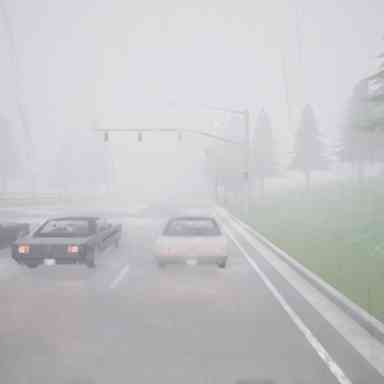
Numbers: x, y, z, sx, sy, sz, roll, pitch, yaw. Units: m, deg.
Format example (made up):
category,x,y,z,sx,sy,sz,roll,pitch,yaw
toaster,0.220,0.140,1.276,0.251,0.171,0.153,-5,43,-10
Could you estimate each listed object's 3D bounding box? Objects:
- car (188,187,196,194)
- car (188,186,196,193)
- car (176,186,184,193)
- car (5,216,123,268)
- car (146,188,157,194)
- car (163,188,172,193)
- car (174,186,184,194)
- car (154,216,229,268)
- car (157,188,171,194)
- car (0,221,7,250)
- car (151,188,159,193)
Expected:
category,x,y,z,sx,sy,sz,roll,pitch,yaw
car,-0.007,-0.155,84.210,2.128,1.511,4.902,0,1,0
car,-0.008,-0.690,94.591,2.097,1.767,4.553,0,1,0
car,-3.508,-0.690,94.591,2.097,1.767,4.553,0,1,0
car,-3.488,1.392,10.389,1.895,1.301,4.718,0,1,0
car,-10.507,-0.093,84.657,1.895,1.301,4.718,0,1,0
car,-7.008,-0.506,94.624,2.033,1.411,5.357,0,1,0
car,-3.507,-0.332,84.593,2.097,1.767,4.553,0,1,0
car,0.012,1.392,10.389,1.895,1.301,4.718,0,1,1
car,-7.007,-0.155,84.209,2.128,1.511,4.902,0,1,0
car,-6.988,1.392,10.407,1.895,1.301,4.718,0,1,1
car,-10.508,-0.521,94.624,1.812,1.442,4.674,0,1,0
